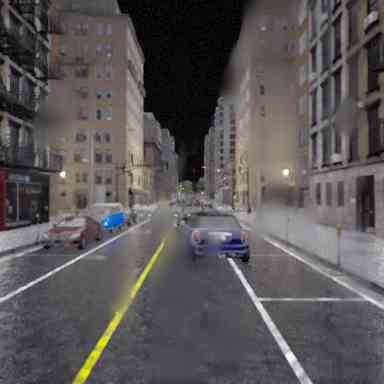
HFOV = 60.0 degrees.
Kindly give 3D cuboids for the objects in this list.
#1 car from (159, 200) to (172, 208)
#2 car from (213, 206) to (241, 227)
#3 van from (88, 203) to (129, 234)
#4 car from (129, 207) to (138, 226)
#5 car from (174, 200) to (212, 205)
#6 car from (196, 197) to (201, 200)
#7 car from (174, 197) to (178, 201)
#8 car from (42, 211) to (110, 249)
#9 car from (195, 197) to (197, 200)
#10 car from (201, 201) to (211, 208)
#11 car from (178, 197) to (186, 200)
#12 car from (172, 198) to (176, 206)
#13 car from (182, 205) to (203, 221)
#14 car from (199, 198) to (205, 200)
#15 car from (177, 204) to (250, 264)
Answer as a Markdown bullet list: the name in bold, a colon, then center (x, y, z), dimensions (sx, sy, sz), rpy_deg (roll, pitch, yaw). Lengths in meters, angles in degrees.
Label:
- **car**: center (-5.354, 2.343, 64.075), dimensions (1.752, 1.417, 4.829), rpy_deg (0, -1, 0)
- **car**: center (2.658, 1.864, 26.452), dimensions (1.752, 1.417, 4.829), rpy_deg (0, -1, 0)
- **van**: center (-5.381, 1.608, 20.881), dimensions (1.690, 1.788, 3.998), rpy_deg (0, -1, 0)
- **car**: center (-5.376, 1.887, 26.285), dimensions (2.008, 1.369, 4.403), rpy_deg (0, -1, 0)
- **car**: center (0.090, 1.651, 23.367), dimensions (2.097, 1.767, 4.553), rpy_deg (0, -1, 0)
- **car**: center (2.680, 2.475, 81.287), dimensions (1.967, 1.590, 4.097), rpy_deg (0, -1, 0)
- **car**: center (-5.342, 2.656, 86.968), dimensions (2.008, 1.369, 4.403), rpy_deg (0, -1, 0)
- **car**: center (-5.385, 1.780, 15.473), dimensions (1.802, 1.307, 4.206), rpy_deg (0, -1, 0)
- **car**: center (2.686, 2.492, 92.652), dimensions (2.192, 1.841, 5.009), rpy_deg (0, -1, 0)
- **car**: center (2.671, 2.402, 64.241), dimensions (1.802, 1.307, 4.206), rpy_deg (0, -1, 0)
- **car**: center (-2.701, 2.271, 92.797), dimensions (1.882, 1.535, 5.008), rpy_deg (0, -1, 0)
- **car**: center (-5.348, 2.529, 75.606), dimensions (1.947, 1.339, 4.313), rpy_deg (0, -1, 0)
- **car**: center (0.036, 1.987, 33.025), dimensions (1.994, 1.385, 4.181), rpy_deg (0, -1, 0)
- **car**: center (2.668, 2.299, 58.561), dimensions (2.008, 1.369, 4.403), rpy_deg (0, -1, 0)
- **car**: center (0.632, 1.516, 12.696), dimensions (2.097, 1.767, 4.553), rpy_deg (0, -1, -8)
